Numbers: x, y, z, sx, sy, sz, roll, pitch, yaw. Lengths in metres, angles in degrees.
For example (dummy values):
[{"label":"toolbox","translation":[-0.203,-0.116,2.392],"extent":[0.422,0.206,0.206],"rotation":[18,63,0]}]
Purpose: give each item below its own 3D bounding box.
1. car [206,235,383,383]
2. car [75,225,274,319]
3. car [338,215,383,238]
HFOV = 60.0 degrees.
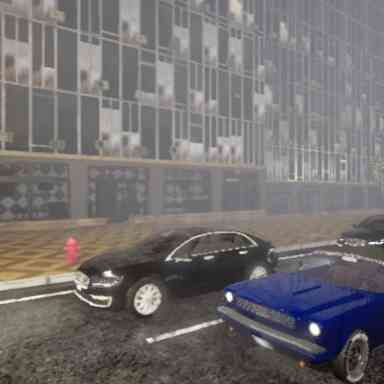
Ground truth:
[{"label":"car","translation":[2.717,1.668,5.593],"extent":[4.718,1.301,1.895],"rotation":[1,-1,-35]},{"label":"car","translation":[-0.104,1.559,7.579],"extent":[4.892,1.490,1.837],"rotation":[1,-1,-35]},{"label":"car","translation":[7.637,1.676,13.025],"extent":[4.892,1.490,1.837],"rotation":[1,-1,-35]}]
